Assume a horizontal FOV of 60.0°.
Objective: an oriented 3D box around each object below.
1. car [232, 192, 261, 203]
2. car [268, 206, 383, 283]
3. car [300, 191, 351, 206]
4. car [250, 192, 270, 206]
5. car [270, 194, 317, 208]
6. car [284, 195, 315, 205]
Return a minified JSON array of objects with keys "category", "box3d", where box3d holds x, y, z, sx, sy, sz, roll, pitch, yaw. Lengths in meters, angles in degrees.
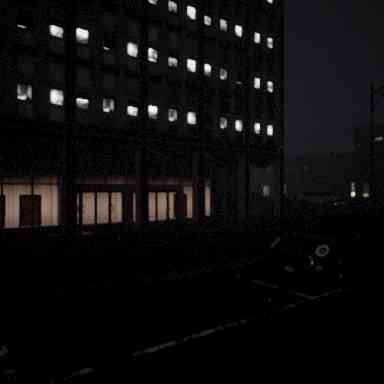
[{"category":"car","box3d":[9.365,0.873,57.731,2.192,1.841,5.009,0,0,-35]},{"category":"car","box3d":[4.029,1.379,9.433,4.097,1.590,1.967,0,1,-36]},{"category":"car","box3d":[15.174,0.868,39.135,2.150,2.045,5.566,0,0,-35]},{"category":"car","box3d":[8.766,0.934,43.859,2.192,1.841,5.009,0,0,-35]},{"category":"car","box3d":[11.914,1.194,39.304,2.008,1.369,4.403,0,0,-35]},{"category":"car","box3d":[15.660,1.186,48.623,1.802,1.307,4.206,0,0,-35]}]
